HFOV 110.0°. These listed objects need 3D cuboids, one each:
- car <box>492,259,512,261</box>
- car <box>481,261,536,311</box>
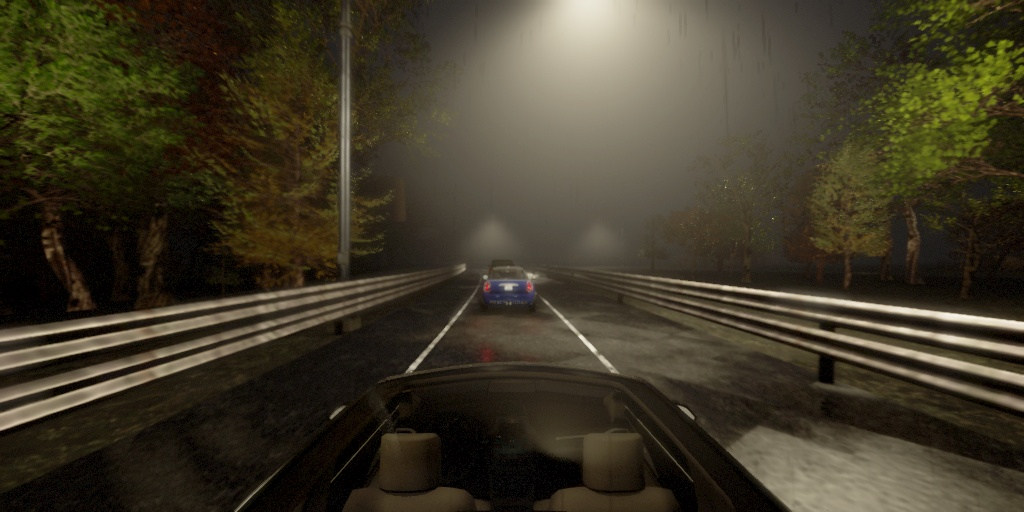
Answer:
[{"bbox_3d":[-0.837,1.246,29.567,2.150,2.045,5.566,0,0,-3],"label":"car"},{"bbox_3d":[-0.180,1.233,15.338,2.097,1.767,4.553,0,-1,-1],"label":"car"}]
